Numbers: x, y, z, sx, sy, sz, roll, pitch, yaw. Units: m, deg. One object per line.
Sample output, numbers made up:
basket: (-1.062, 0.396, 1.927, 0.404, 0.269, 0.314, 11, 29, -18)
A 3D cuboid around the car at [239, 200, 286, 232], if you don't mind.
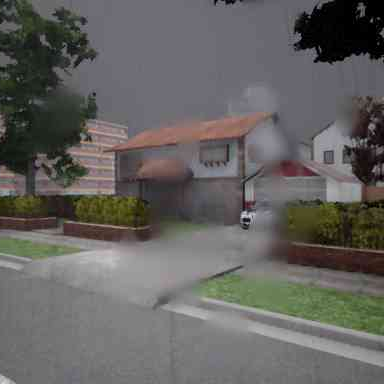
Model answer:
car: (4.066, 1.168, 17.411, 1.970, 1.475, 3.806, 0, 0, 36)
